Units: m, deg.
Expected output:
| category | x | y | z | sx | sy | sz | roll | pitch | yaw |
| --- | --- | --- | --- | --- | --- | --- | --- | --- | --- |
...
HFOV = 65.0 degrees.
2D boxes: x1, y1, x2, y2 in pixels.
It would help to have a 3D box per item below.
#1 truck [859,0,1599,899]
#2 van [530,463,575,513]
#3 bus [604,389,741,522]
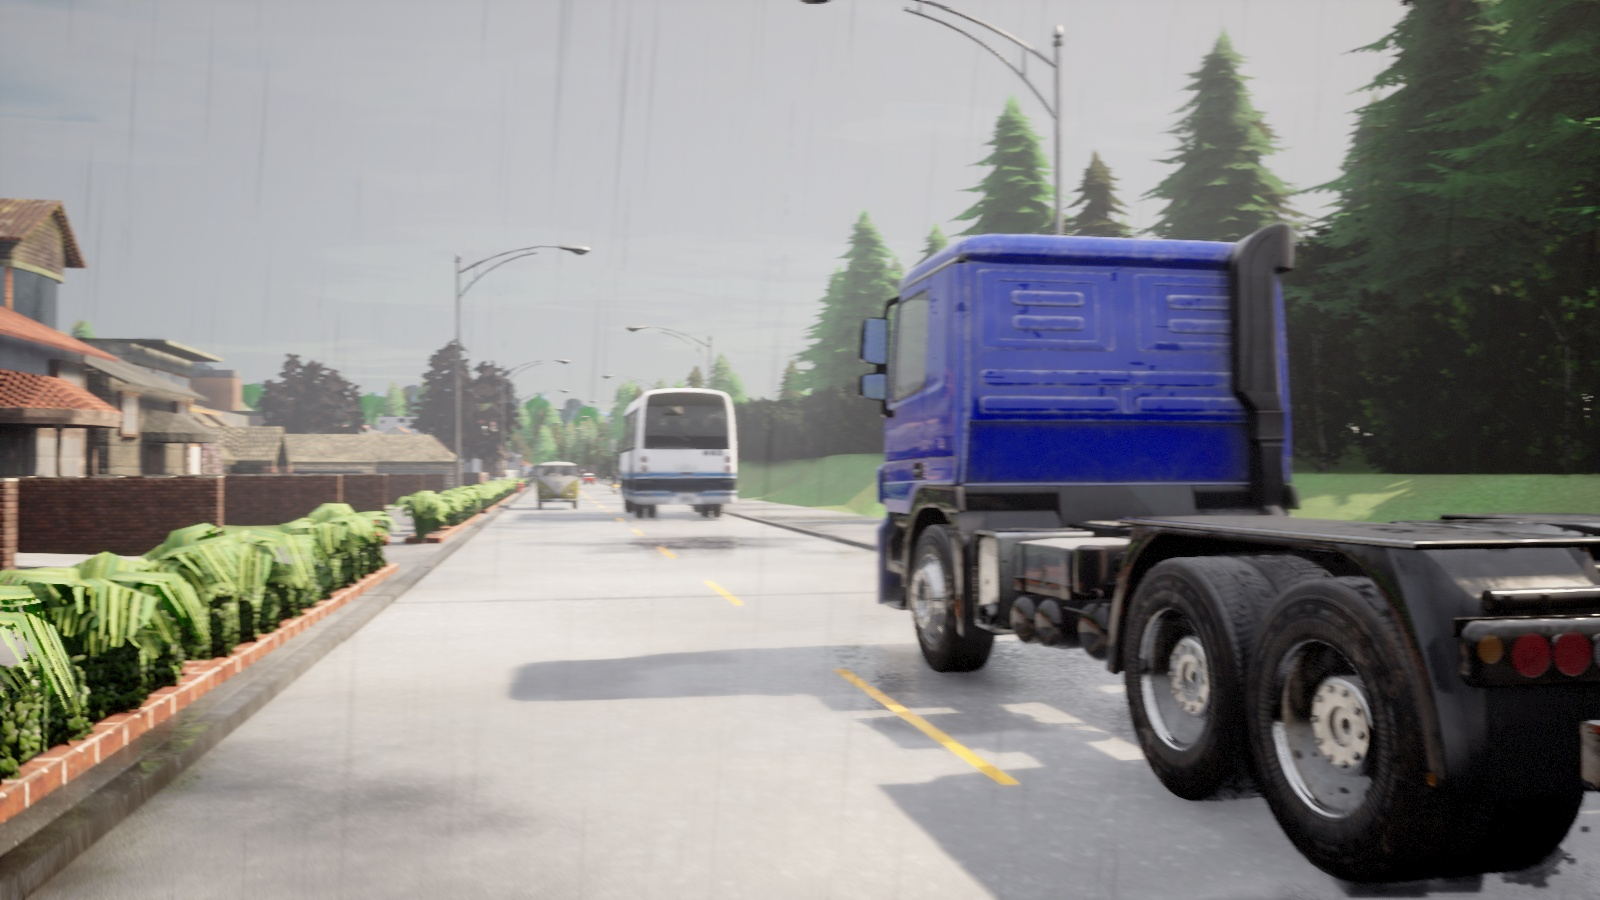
| category | x | y | z | sx | sy | sz | roll | pitch | yaw |
| --- | --- | --- | --- | --- | --- | --- | --- | --- | --- |
| truck | 2.764 | -0.060 | 7.832 | 2.891 | 3.462 | 7.936 | 0 | -1 | -12 |
| van | -10.441 | 1.584 | 53.031 | 1.775 | 1.987 | 4.442 | 0 | -1 | -11 |
| bus | -4.870 | 0.271 | 45.563 | 3.944 | 4.253 | 10.273 | 0 | -1 | -11 |
